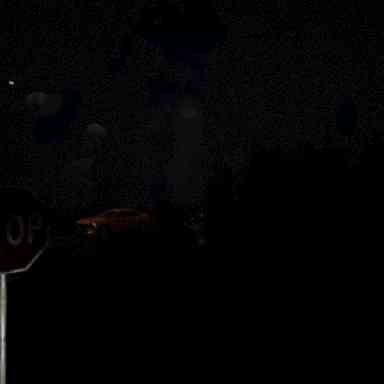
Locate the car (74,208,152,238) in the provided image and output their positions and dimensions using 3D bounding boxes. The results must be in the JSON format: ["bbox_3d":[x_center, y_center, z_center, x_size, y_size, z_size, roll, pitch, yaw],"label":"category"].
[{"bbox_3d":[-4.555,1.739,19.809,1.882,1.535,5.008,0,0,36],"label":"car"}]

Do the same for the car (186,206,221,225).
[{"bbox_3d":[1.391,1.887,28.085,1.812,1.442,4.674,0,0,36],"label":"car"}]
